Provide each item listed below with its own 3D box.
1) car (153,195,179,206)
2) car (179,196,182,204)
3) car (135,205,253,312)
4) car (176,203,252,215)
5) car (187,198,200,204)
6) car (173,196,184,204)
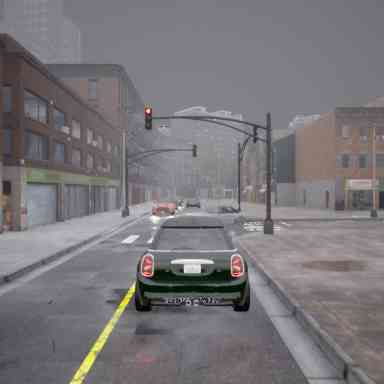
[{"bbox_3d":[-2.792,1.356,33.880,2.097,1.767,4.553,0,0,0],"label":"car"},{"bbox_3d":[-2.776,1.559,43.349,2.033,1.411,5.357,0,0,0],"label":"car"},{"bbox_3d":[0.022,1.351,7.888,2.097,1.767,4.553,0,0,0],"label":"car"},{"bbox_3d":[1.477,1.595,21.594,4.718,1.301,1.895,0,0,-24],"label":"car"},{"bbox_3d":[0.188,1.582,49.990,1.994,1.385,4.181,0,0,0],"label":"car"},{"bbox_3d":[-2.669,1.587,66.320,2.033,1.411,5.357,0,0,0],"label":"car"}]
